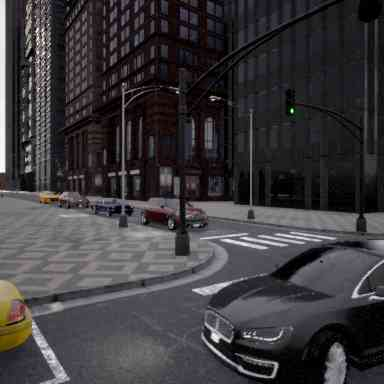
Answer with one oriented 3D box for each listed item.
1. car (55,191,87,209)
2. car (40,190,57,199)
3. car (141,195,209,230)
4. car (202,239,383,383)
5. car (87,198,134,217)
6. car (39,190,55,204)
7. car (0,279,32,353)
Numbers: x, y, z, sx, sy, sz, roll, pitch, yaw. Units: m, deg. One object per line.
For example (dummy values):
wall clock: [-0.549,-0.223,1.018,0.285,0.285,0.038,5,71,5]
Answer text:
car: [-12.203,0.723,34.288,2.097,1.767,4.553,0,1,-36]
car: [-24.731,0.466,57.116,1.812,1.442,4.674,0,1,-35]
car: [-1.065,1.072,18.833,2.097,1.767,4.553,0,1,-36]
car: [2.512,1.515,4.967,4.892,1.490,1.837,0,-3,-23]
car: [-6.333,1.153,26.138,1.895,1.301,4.718,0,1,-36]
car: [-18.276,0.668,42.773,1.882,1.535,5.008,0,1,-35]
car: [-4.403,1.525,3.508,4.829,1.417,1.752,0,0,-35]
